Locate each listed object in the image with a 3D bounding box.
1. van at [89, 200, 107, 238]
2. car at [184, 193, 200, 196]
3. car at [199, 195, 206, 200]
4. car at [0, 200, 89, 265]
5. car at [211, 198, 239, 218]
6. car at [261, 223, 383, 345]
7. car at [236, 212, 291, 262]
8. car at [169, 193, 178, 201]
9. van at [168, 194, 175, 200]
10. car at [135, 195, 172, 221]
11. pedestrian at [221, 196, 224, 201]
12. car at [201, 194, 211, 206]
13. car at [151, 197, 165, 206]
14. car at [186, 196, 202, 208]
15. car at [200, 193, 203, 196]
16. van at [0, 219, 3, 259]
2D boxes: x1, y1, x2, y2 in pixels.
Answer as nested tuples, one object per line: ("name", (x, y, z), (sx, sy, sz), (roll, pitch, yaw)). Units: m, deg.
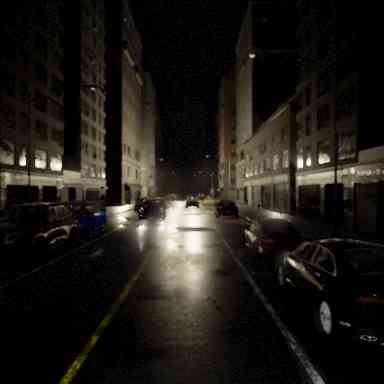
("van", (-5.665, 1.346, 17.409), (1.690, 1.788, 3.998), (0, 0, 0))
("car", (0.008, 1.233, 64.085), (2.150, 2.045, 5.566), (0, 0, 0))
("car", (2.868, 1.595, 93.890), (1.947, 1.339, 4.313), (0, 0, 0))
("car", (-5.668, 1.319, 11.885), (2.192, 1.841, 5.009), (0, 0, 0))
("car", (3.003, 1.483, 29.918), (1.882, 1.535, 5.008), (0, 0, 0))
("car", (2.857, 1.554, 6.357), (2.008, 1.369, 4.403), (0, 0, 0))
("car", (2.857, 1.586, 11.883), (1.802, 1.307, 4.206), (0, 0, 0))
("car", (-5.659, 1.340, 88.390), (2.192, 1.841, 5.009), (0, 0, 0))
("van", (-5.658, 1.370, 93.891), (1.690, 1.788, 3.998), (0, 0, 0))
("car", (-3.094, 1.357, 27.356), (2.097, 1.767, 4.553), (0, 0, 0))
("pedestrian", (3.004, 1.299, 32.920), (0.375, 1.860, 0.375), (0, 0, -10))
("car", (2.863, 1.533, 56.259), (1.752, 1.417, 4.829), (0, 0, 0))
("car", (-5.663, 1.533, 55.921), (1.752, 1.417, 4.829), (0, 0, 0))
("car", (0.058, 1.607, 47.730), (1.895, 1.301, 4.718), (0, 0, 1))
("car", (2.867, 1.570, 88.388), (1.887, 1.381, 4.507), (0, 0, 0))
("van", (-5.669, 1.344, 6.358), (1.690, 1.788, 3.998), (0, 0, 0))
